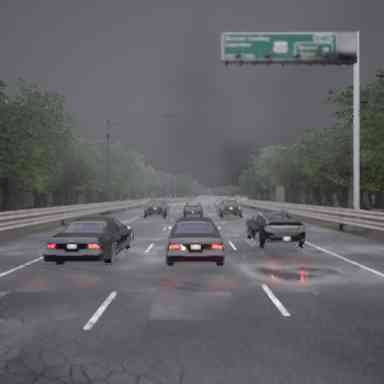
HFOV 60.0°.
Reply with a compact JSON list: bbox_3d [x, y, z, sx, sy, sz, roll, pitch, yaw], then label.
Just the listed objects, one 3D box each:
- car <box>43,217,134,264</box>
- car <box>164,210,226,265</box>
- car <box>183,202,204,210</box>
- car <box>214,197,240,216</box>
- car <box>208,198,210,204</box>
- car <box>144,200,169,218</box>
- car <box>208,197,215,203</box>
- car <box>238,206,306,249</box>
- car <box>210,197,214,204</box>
[{"bbox_3d":[-3.399,1.604,11.937,2.033,1.411,5.357,0,0,0],"label":"car"},{"bbox_3d":[0.100,1.604,11.838,2.033,1.411,5.357,0,0,0],"label":"car"},{"bbox_3d":[0.112,1.688,32.982,2.128,1.511,4.902,0,0,0],"label":"car"},{"bbox_3d":[3.613,1.547,32.749,2.097,1.767,4.553,0,0,0],"label":"car"},{"bbox_3d":[3.987,1.765,61.702,1.882,1.535,5.008,0,-1,2],"label":"car"},{"bbox_3d":[-3.387,1.547,32.743,2.097,1.767,4.553,0,0,0],"label":"car"},{"bbox_3d":[5.018,2.123,85.470,1.812,1.442,4.674,0,-1,3],"label":"car"},{"bbox_3d":[3.601,1.565,15.050,2.128,1.511,4.902,0,0,0],"label":"car"},{"bbox_3d":[3.526,1.408,37.886,2.097,1.767,4.553,0,0,0],"label":"car"}]
